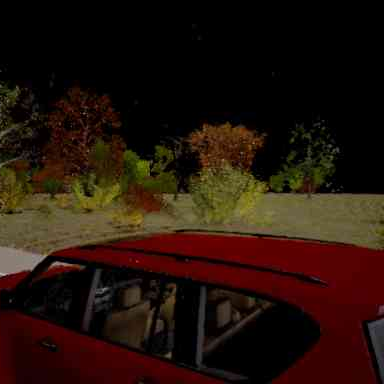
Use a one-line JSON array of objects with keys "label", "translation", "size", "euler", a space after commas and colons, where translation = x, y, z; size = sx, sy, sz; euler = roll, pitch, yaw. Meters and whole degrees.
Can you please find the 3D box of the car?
[{"label": "car", "translation": [-0.432, 1.314, 3.174], "size": [5.009, 1.841, 2.192], "euler": [0, 1, 36]}]
